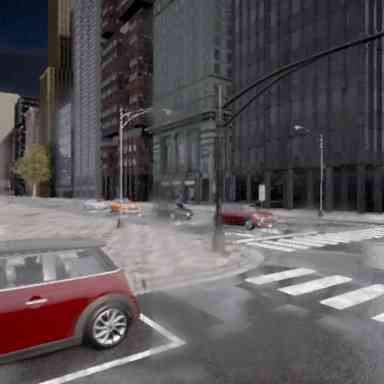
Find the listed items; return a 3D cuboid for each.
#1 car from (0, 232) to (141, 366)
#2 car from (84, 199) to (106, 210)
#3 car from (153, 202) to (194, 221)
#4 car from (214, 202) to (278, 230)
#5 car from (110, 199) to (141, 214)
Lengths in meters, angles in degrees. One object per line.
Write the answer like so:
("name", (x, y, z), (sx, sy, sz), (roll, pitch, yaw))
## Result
("car", (-2.885, 1.441, 4.594), (4.097, 1.590, 1.967), (0, 0, -36))
("car", (-13.471, 1.741, 46.011), (1.812, 1.442, 4.674), (0, 0, -36))
("car", (-1.742, 1.662, 29.498), (1.837, 1.490, 4.892), (0, 0, -35))
("car", (3.503, 1.483, 22.145), (2.097, 1.767, 4.553), (0, 0, -35))
("car", (-7.607, 1.539, 37.743), (2.097, 1.767, 4.553), (0, 0, -36))
